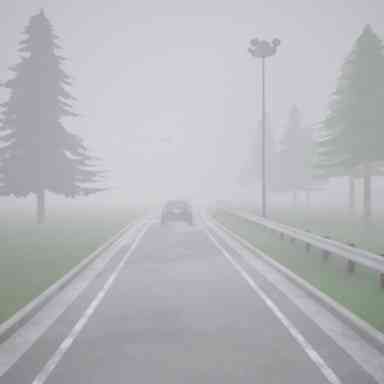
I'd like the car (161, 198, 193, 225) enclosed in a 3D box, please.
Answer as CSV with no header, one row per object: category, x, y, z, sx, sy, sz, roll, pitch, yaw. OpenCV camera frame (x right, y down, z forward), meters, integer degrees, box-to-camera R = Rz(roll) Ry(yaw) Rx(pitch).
car,-1.048,1.307,23.584,2.097,1.767,4.553,0,0,-2

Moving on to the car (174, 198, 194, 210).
car,-0.926,1.465,42.401,2.033,1.411,5.357,0,0,4
